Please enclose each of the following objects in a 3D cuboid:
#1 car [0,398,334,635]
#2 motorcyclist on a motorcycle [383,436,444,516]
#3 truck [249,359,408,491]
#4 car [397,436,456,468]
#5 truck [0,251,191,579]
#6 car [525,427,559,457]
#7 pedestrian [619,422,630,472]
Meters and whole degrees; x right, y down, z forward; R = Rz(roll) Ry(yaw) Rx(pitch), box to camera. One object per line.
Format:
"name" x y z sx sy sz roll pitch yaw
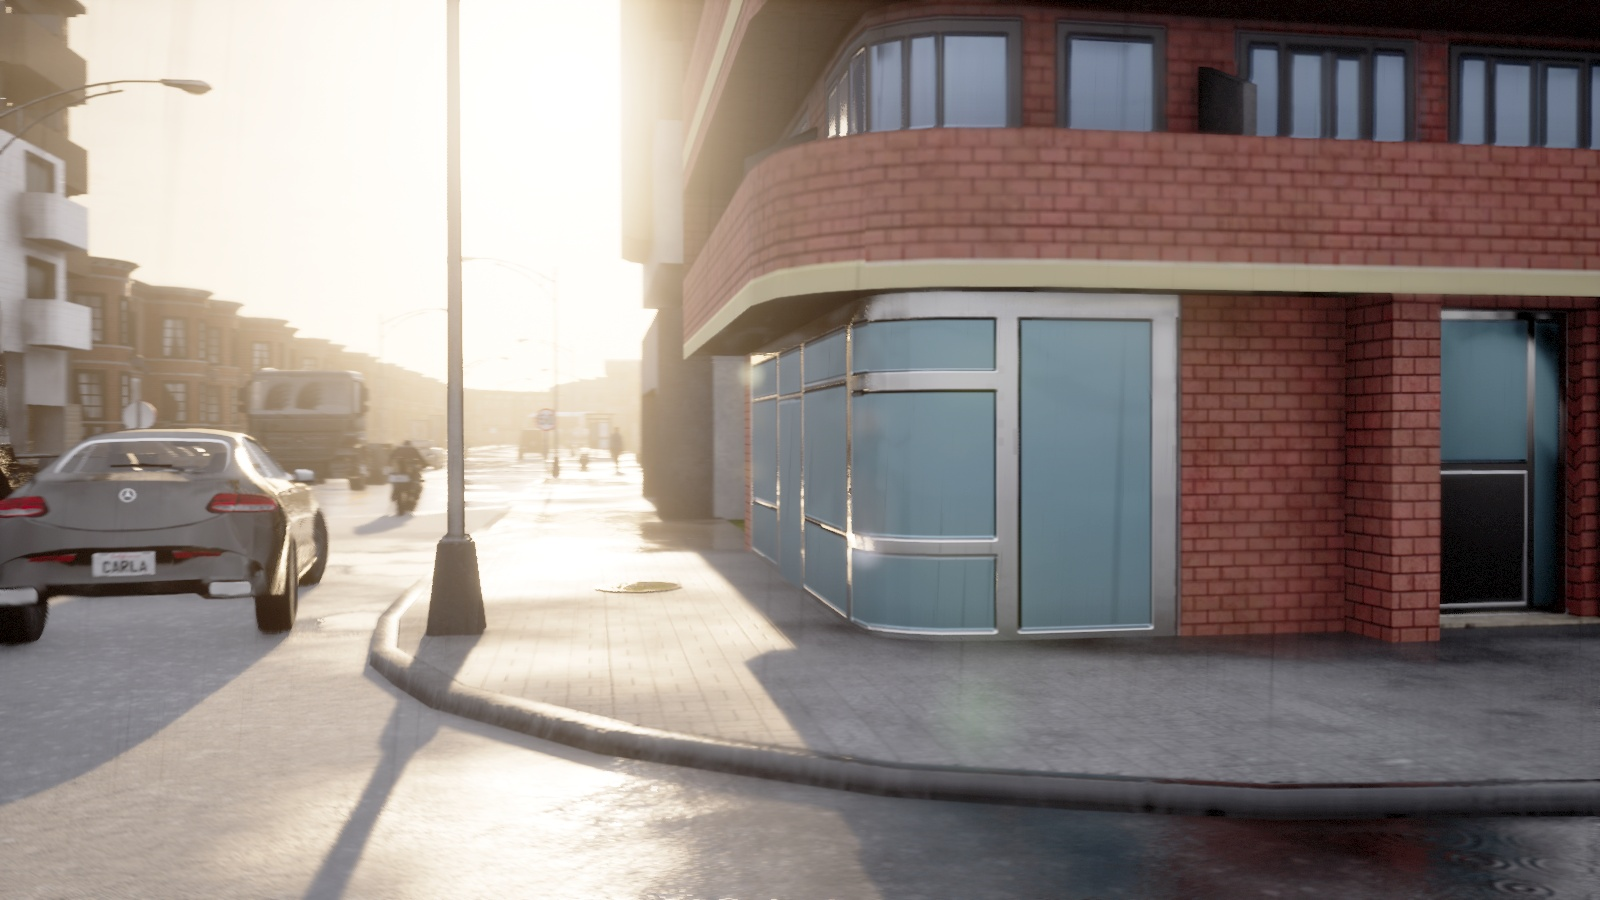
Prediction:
"car" -5.540 0.431 11.397 2.152 1.651 5.027 0 1 -17
"motorcyclist on a motorcycle" -7.770 0.496 25.319 0.866 1.530 2.191 0 1 -9
"truck" -13.712 -0.704 37.227 2.891 3.462 7.936 0 1 -9
"car" -16.803 0.075 56.678 1.994 1.385 4.181 0 1 -9
"truck" -10.212 -0.402 15.234 2.891 3.462 7.936 0 1 -9
"car" -16.462 -0.499 80.241 1.905 1.878 3.866 0 0 -9
"pedestrian" -6.847 -0.133 49.083 0.396 1.930 0.692 0 1 -7
